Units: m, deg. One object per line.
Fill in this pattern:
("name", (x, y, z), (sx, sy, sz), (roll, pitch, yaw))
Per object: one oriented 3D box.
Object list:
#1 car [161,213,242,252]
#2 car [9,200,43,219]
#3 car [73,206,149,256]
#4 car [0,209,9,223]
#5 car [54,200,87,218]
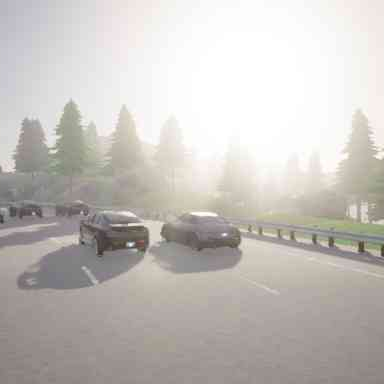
("car", (0.253, 1.563, 14.157), (1.994, 1.385, 4.181), (0, 0, -29))
("car", (-14.587, 1.502, 29.054), (1.837, 1.490, 4.892), (0, 0, -42))
("car", (-3.252, 1.504, 13.309), (1.837, 1.490, 4.892), (0, 0, -29))
("car", (-15.018, 1.524, 24.233), (1.812, 1.442, 4.674), (0, 0, -40))
("car", (-11.007, 1.502, 30.281), (1.837, 1.490, 4.892), (0, 0, -41))
